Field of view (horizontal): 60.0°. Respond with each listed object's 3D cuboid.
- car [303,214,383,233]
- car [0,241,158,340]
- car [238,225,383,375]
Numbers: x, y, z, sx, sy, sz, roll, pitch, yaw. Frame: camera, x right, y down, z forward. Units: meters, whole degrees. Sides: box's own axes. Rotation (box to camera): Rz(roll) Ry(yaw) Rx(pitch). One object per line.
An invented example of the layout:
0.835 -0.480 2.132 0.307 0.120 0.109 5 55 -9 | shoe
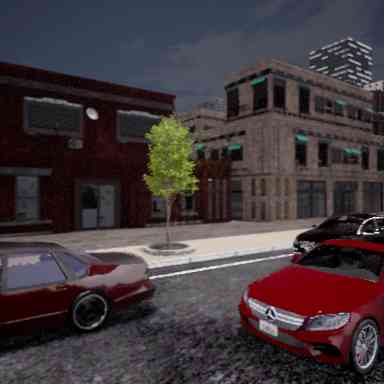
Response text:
5.577 1.553 11.612 4.892 1.490 1.837 0 0 -35 | car
-3.210 1.549 5.265 5.357 1.411 2.033 0 0 -36 | car
2.910 1.550 5.746 4.674 1.442 1.812 0 0 -35 | car
